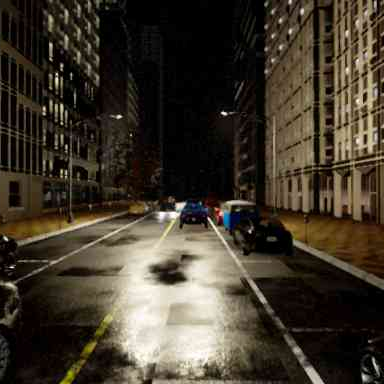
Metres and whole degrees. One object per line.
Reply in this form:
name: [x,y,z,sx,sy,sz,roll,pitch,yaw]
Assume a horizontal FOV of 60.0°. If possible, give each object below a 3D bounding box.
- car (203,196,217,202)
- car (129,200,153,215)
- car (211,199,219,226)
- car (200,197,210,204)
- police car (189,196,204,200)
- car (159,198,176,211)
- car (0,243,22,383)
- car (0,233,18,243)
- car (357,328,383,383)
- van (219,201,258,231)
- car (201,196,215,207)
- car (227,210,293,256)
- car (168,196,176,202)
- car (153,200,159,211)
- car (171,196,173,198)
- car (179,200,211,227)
car: [2.709,1.525,47.443,2.192,1.841,5.009,0,0,0]
car: [-5.677,1.689,35.901,1.752,1.417,4.829,0,0,0]
car: [2.701,1.557,24.674,1.967,1.590,4.097,0,0,0]
car: [2.716,1.821,70.380,1.752,1.417,4.829,0,0,0]
police car: [0.113,1.611,41.408,1.930,1.638,5.238,0,0,0]
car: [-3.080,1.794,43.075,1.895,1.301,4.718,0,0,0]
car: [-3.100,1.504,2.304,2.128,1.511,4.902,0,0,0]
car: [-5.686,1.604,7.608,1.947,1.339,4.313,0,0,0]
car: [2.692,1.576,1.904,1.947,1.339,4.313,0,0,0]
van: [2.699,1.432,18.983,1.690,1.788,3.998,0,0,0]
car: [2.713,1.569,58.828,2.192,1.841,5.009,0,0,0]
car: [2.696,1.631,13.288,1.947,1.339,4.313,0,0,0]
car: [-5.658,1.922,92.994,2.008,1.369,4.403,0,0,0]
car: [-5.675,1.738,41.764,2.008,1.369,4.403,0,0,0]
car: [-5.665,1.862,70.226,1.947,1.339,4.313,0,0,0]
car: [0.109,1.589,23.591,1.882,1.535,5.008,0,0,0]
